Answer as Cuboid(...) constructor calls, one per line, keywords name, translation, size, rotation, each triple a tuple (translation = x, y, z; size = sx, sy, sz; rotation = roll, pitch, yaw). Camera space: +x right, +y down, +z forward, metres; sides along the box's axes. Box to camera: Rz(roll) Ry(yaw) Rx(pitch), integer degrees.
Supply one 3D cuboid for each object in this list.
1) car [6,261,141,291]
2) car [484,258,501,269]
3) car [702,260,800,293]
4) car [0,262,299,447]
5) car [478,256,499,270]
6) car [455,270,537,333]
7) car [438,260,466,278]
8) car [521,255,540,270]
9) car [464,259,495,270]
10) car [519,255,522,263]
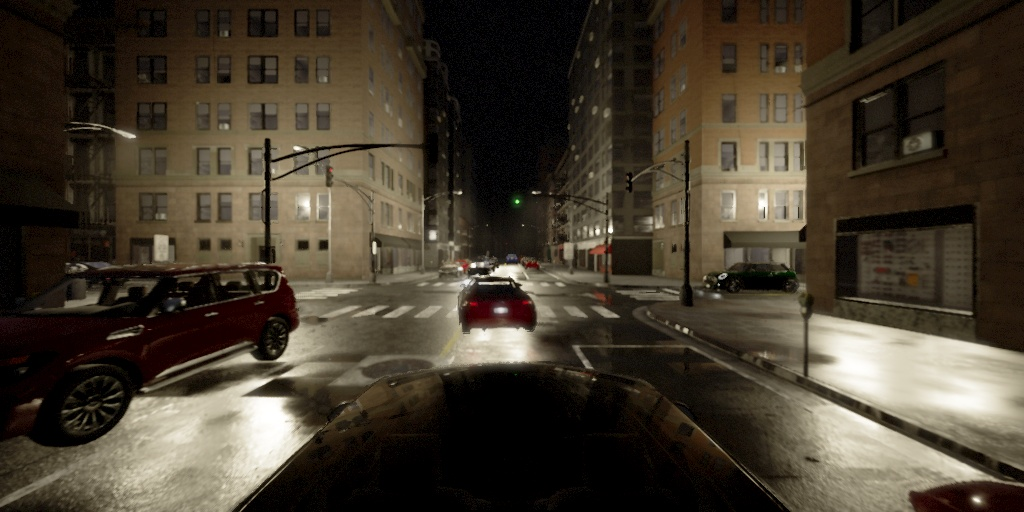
Cuboid(name="car", translation=(-24.241, 1.070, 19.969), size=(4.902, 1.511, 2.128), rotation=(0, 0, 0))
Cuboid(name="car", translation=(-2.802, 1.041, 51.755), size=(2.128, 1.511, 4.902), rotation=(0, 0, 0))
Cuboid(name="car", translation=(13.168, 1.097, 20.009), size=(4.553, 1.767, 2.097), rotation=(0, 0, 0))
Cuboid(name="car", translation=(-5.387, 1.050, 5.426), size=(2.192, 1.841, 5.009), rotation=(0, 0, 0))
Cuboid(name="car", translation=(-2.837, 1.084, 41.604), size=(2.128, 1.511, 4.902), rotation=(0, 0, 0))
Cuboid(name="car", translation=(-0.591, 1.280, 10.690), size=(1.994, 1.385, 4.181), rotation=(0, 0, -9))
Cuboid(name="car", translation=(-5.385, 1.183, 31.889), size=(2.007, 1.370, 4.403), rotation=(0, 0, 0))
Cuboid(name="car", translation=(2.641, 1.004, 48.243), size=(1.967, 1.591, 4.097), rotation=(0, 0, 0))
Cuboid(name="car", translation=(-2.846, 1.232, 32.035), size=(1.895, 1.301, 4.718), rotation=(0, 0, 0))
Cuboid(name="car", translation=(2.642, 0.957, 59.152), size=(1.967, 1.591, 4.097), rotation=(0, 0, 0))
